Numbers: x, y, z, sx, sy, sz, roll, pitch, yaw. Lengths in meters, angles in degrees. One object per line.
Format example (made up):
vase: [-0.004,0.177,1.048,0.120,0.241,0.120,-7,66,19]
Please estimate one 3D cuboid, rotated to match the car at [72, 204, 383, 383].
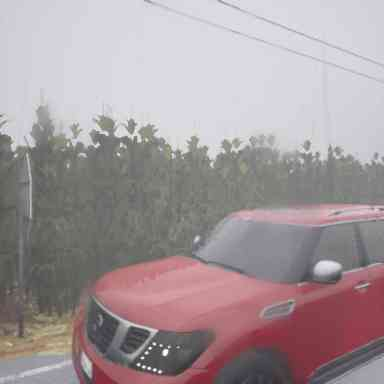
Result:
car: [1.364,1.220,4.521,5.566,2.045,2.150,0,0,-33]
